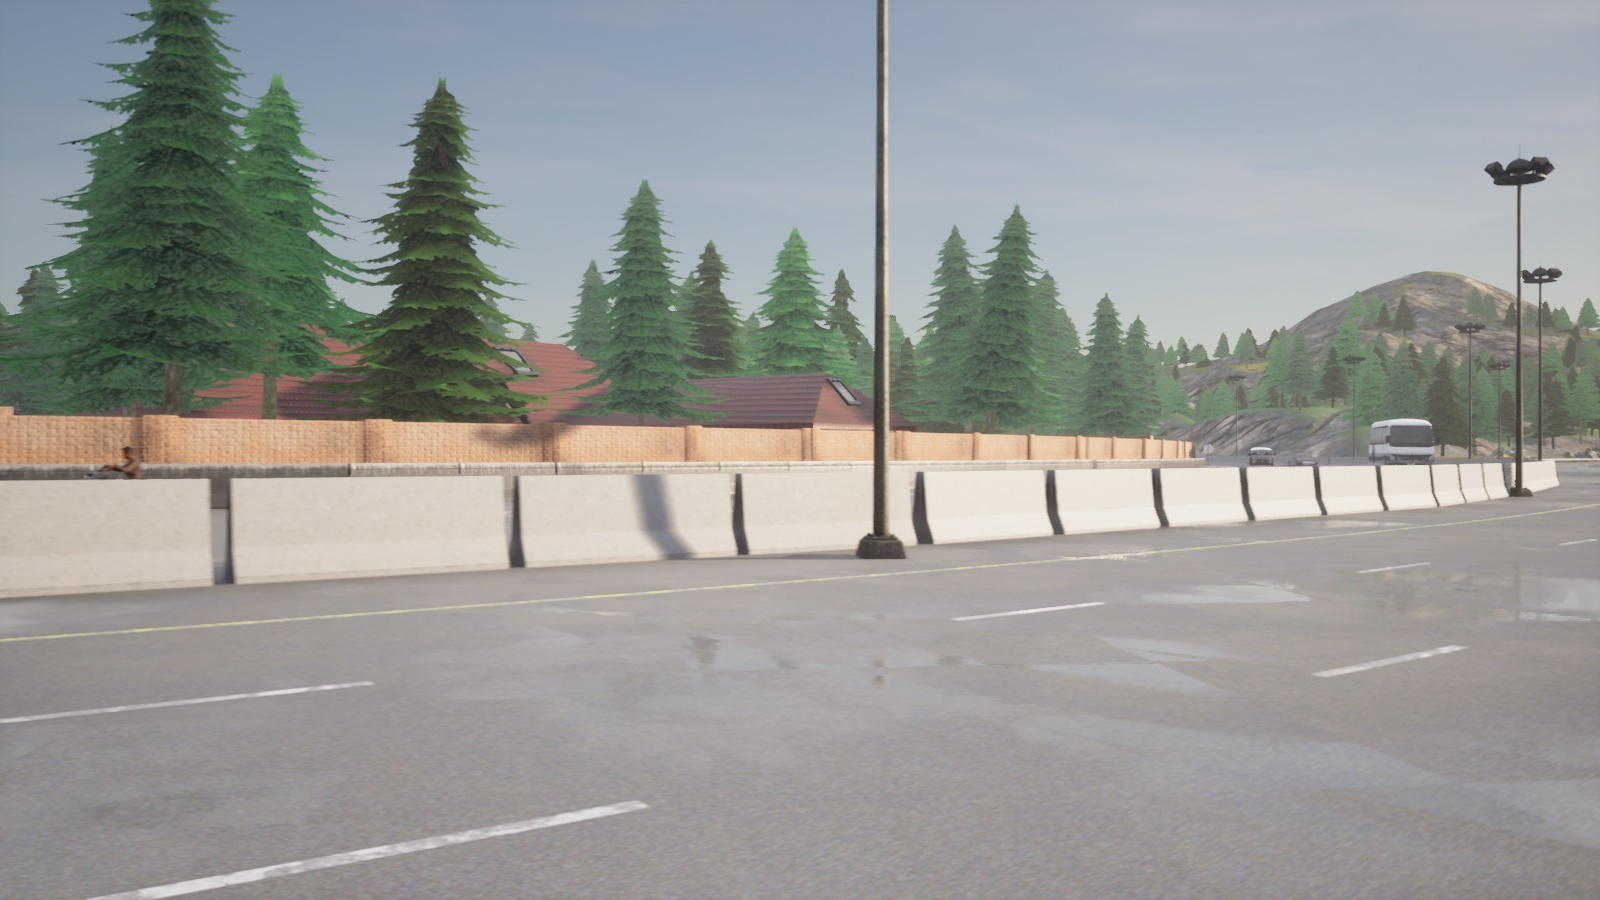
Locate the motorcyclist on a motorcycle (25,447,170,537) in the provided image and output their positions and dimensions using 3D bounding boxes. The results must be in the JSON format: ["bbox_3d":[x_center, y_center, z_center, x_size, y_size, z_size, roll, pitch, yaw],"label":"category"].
[{"bbox_3d":[-13.475,0.784,24.125,2.350,1.649,0.766,0,-1,-36],"label":"motorcyclist on a motorcycle"}]
